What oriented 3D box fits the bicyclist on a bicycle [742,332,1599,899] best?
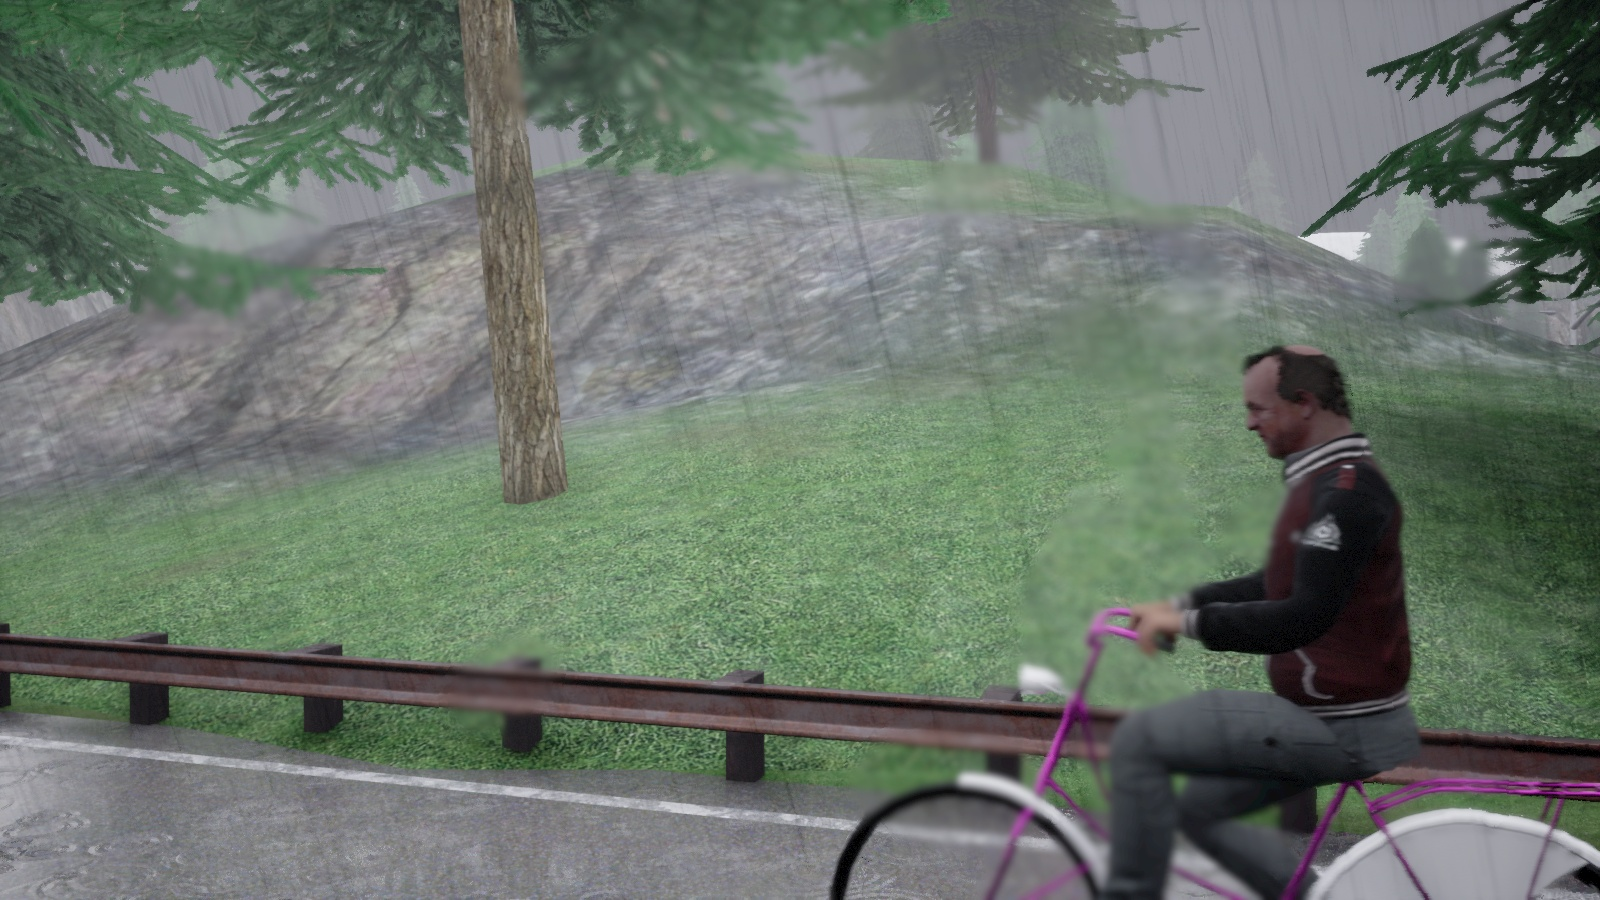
[{"bbox_3d":[0.848,0.654,2.907,1.843,1.776,0.659,1,1,19],"label":"bicyclist on a bicycle"}]
